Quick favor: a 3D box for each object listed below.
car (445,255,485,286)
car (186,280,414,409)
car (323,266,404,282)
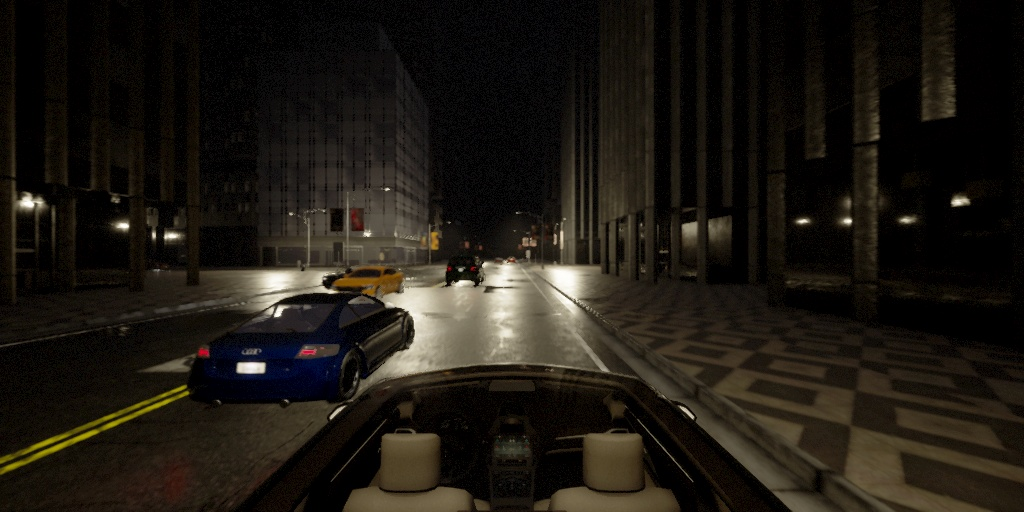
[{"bbox_3d":[-3.182,0.954,24.860,2.150,2.045,5.566,0,0,0],"label":"car"},{"bbox_3d":[-3.153,1.316,6.338,1.994,1.385,4.181,0,0,0],"label":"car"},{"bbox_3d":[-6.618,1.226,17.009,1.882,1.535,5.008,0,0,0],"label":"car"}]
